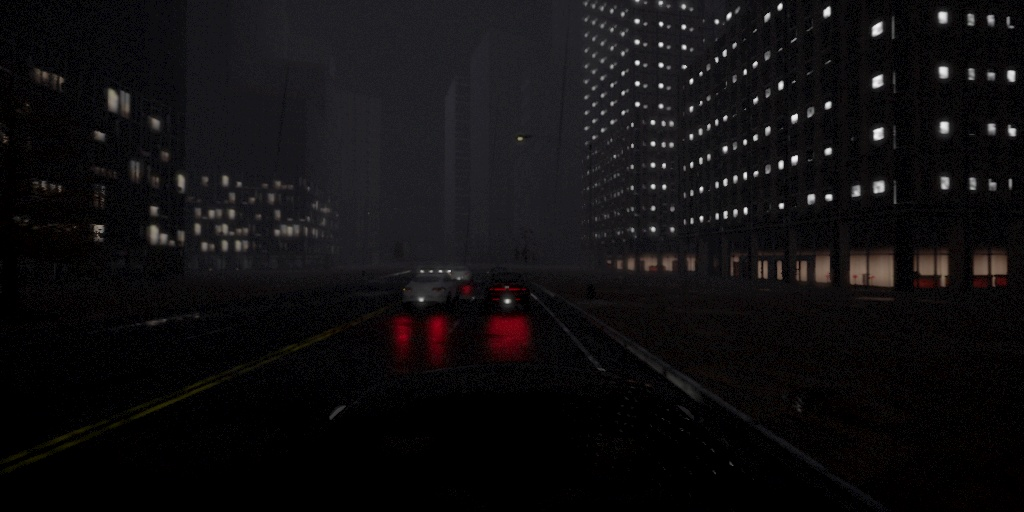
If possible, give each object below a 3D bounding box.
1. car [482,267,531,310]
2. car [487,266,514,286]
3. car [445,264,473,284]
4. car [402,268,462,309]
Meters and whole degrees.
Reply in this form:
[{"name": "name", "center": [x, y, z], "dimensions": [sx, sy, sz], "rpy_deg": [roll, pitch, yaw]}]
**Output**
[{"name": "car", "center": [-0.244, 1.411, 15.592], "dimensions": [1.837, 1.490, 4.892], "rpy_deg": [0, 0, -2]}, {"name": "car", "center": [-1.056, 1.607, 29.774], "dimensions": [2.033, 1.411, 5.357], "rpy_deg": [0, -1, -4]}, {"name": "car", "center": [-4.401, 1.597, 30.895], "dimensions": [1.812, 1.442, 4.674], "rpy_deg": [0, 0, -4]}, {"name": "car", "center": [-3.506, 1.432, 15.862], "dimensions": [1.812, 1.442, 4.674], "rpy_deg": [0, 0, -2]}]
